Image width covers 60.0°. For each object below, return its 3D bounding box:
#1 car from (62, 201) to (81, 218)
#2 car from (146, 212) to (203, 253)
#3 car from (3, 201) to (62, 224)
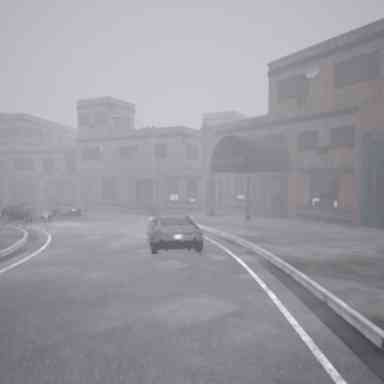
[{"bbox_3d":[-11.851,1.542,29.718,4.181,1.385,1.994,-1,2,34],"label":"car"},{"bbox_3d":[-0.820,1.519,13.646,1.994,1.385,4.181,-1,1,-10],"label":"car"},{"bbox_3d":[-12.858,1.606,26.043,4.902,1.511,2.128,-1,1,33],"label":"car"}]
